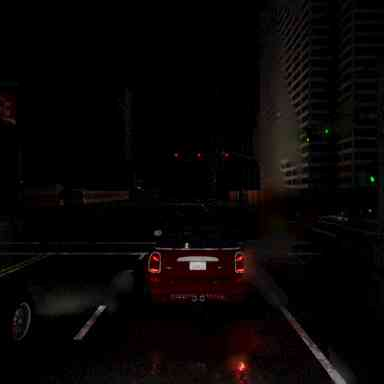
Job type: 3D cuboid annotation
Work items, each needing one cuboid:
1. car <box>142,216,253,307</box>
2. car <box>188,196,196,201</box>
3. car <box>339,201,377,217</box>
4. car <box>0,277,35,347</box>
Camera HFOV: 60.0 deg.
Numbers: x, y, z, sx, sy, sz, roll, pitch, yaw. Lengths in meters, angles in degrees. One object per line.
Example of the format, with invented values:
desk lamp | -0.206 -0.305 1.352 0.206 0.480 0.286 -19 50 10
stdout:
car | 0.105 1.352 8.125 2.097 1.767 4.553 0 0 0
car | 0.057 1.595 83.474 1.895 1.301 4.718 0 0 0
car | 16.291 1.547 30.177 5.357 1.411 2.033 0 0 0
car | -3.396 1.526 3.350 1.812 1.442 4.674 0 0 0
